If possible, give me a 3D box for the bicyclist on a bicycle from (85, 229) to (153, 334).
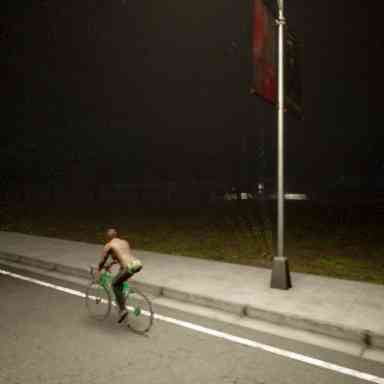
[{"bbox_3d":[-1.264,1.451,5.562,1.656,1.620,0.582,0,0,36],"label":"bicyclist on a bicycle"}]
